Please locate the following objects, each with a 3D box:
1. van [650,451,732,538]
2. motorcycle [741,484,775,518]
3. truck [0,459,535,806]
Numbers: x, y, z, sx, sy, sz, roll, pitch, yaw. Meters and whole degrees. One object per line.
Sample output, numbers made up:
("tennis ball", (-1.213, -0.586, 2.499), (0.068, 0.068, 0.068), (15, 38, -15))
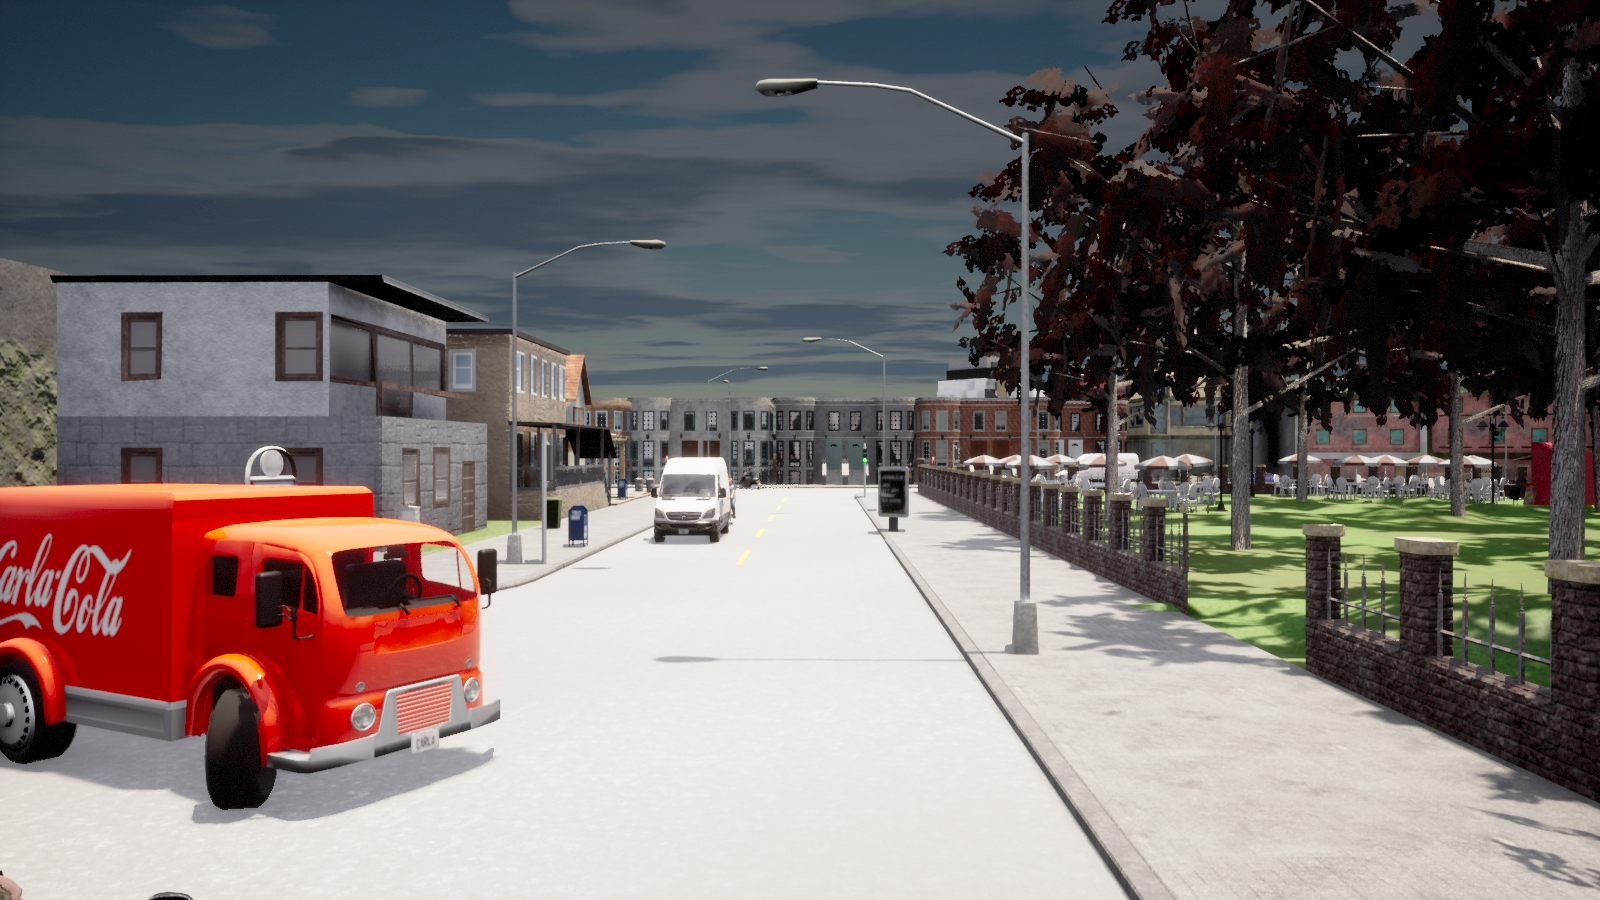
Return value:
("van", (-3.393, 1.314, 36.728), (1.988, 2.561, 5.915), (0, 0, 1))
("motorcycle", (-1.677, 1.985, 45.065), (0.867, 1.251, 2.209), (0, 0, -15))
("truck", (-5.376, 1.346, 10.693), (5.204, 2.467, 2.627), (0, 0, 29))
